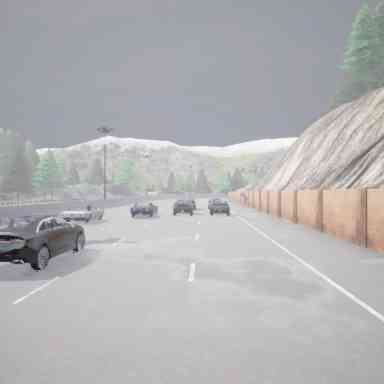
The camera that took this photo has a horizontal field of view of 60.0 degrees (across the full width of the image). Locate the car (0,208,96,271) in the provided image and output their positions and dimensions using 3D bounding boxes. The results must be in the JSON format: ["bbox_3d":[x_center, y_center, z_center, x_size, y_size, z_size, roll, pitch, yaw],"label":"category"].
[{"bbox_3d":[-5.092,1.491,10.908,2.128,1.511,4.902,0,0,2],"label":"car"}]

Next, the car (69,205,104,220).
[{"bbox_3d":[-8.105,1.601,24.988,1.895,1.301,4.718,0,0,2],"label":"car"}]

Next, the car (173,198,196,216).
[{"bbox_3d":[-0.823,1.505,33.027,1.837,1.490,4.892,0,0,2],"label":"car"}]

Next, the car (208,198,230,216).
[{"bbox_3d":[2.670,1.491,32.758,2.128,1.511,4.902,0,0,2],"label":"car"}]

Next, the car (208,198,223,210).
[{"bbox_3d":[3.030,1.525,43.202,1.812,1.442,4.674,0,0,2],"label":"car"}]

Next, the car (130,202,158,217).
[{"bbox_3d":[-4.384,1.600,31.294,1.895,1.301,4.718,0,0,2],"label":"car"}]
